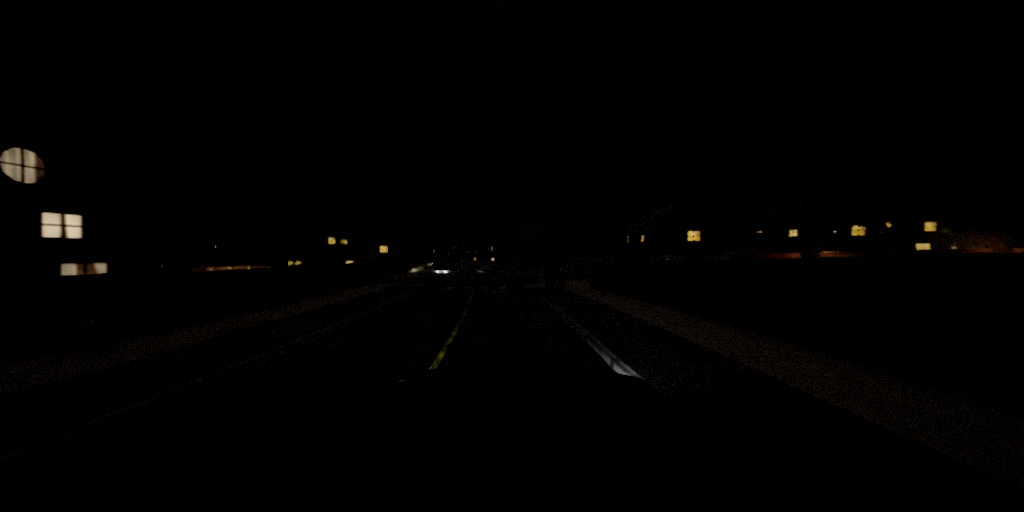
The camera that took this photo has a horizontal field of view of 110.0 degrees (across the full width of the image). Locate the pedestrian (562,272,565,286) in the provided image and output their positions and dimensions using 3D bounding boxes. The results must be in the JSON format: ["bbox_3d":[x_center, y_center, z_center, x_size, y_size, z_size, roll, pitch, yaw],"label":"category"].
[{"bbox_3d":[2.944,0.984,22.850,0.375,1.860,0.375,-1,1,-6],"label":"pedestrian"}]

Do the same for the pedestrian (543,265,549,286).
[{"bbox_3d":[2.355,0.995,23.396,0.375,1.860,0.375,-1,1,-6],"label":"pedestrian"}]

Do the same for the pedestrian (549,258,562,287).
[{"bbox_3d":[2.695,0.977,22.184,0.375,1.860,0.375,-1,1,-6],"label":"pedestrian"}]

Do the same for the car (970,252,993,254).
[{"bbox_3d":[41.085,0.368,31.427,4.181,1.385,1.994,-1,1,1],"label":"car"}]
